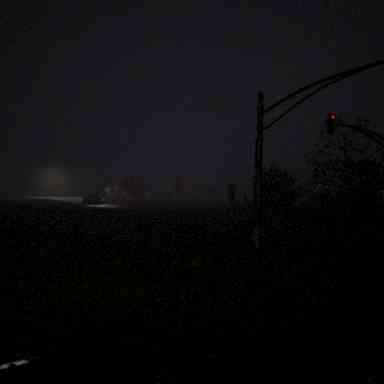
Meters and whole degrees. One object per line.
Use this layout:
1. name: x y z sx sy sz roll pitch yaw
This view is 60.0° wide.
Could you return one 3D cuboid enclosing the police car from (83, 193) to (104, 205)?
1. police car: -14.231 1.003 48.036 2.038 1.542 4.974 2 0 -32
